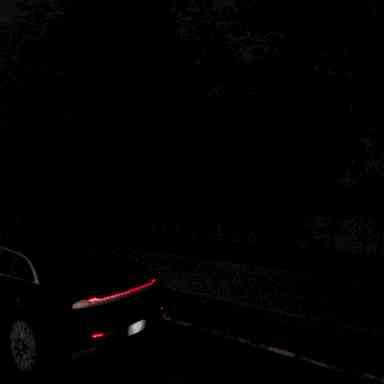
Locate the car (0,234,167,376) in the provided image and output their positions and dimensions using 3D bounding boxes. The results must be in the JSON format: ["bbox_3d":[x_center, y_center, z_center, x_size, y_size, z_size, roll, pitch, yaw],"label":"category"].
[{"bbox_3d":[-2.668,1.480,5.588,4.902,1.511,2.128,0,0,36],"label":"car"}]
